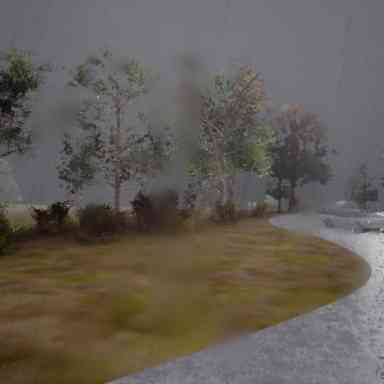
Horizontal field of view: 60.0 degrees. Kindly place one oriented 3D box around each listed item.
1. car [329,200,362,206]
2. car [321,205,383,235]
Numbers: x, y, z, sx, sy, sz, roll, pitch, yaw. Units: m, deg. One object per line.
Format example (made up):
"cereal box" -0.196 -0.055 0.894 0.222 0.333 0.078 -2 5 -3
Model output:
"car" 15.849 1.666 35.077 4.892 1.490 1.837 1 -2 -28
"car" 9.789 1.694 19.924 1.895 1.301 4.718 0 0 -9
